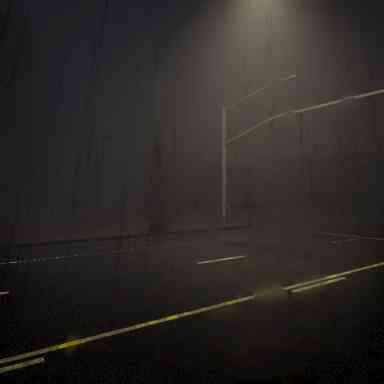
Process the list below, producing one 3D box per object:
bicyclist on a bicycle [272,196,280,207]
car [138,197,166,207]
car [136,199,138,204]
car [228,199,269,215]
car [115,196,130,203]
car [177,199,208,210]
[{"bbox_3d":[11.471,1.303,45.507,1.656,1.620,0.582,0,0,-36],"label":"bicyclist on a bicycle"},{"bbox_3d":[-5.821,1.478,50.833,1.882,1.535,5.008,0,0,-35],"label":"car"},{"bbox_3d":[-8.638,1.564,61.031,1.994,1.385,4.181,0,0,-35],"label":"car"},{"bbox_3d":[5.830,1.491,34.508,2.128,1.511,4.902,0,0,-36],"label":"car"},{"bbox_3d":[-14.451,1.468,69.080,1.812,1.442,4.674,0,0,-36],"label":"car"},{"bbox_3d":[0.045,1.601,42.607,1.895,1.301,4.718,0,0,-36],"label":"car"}]
